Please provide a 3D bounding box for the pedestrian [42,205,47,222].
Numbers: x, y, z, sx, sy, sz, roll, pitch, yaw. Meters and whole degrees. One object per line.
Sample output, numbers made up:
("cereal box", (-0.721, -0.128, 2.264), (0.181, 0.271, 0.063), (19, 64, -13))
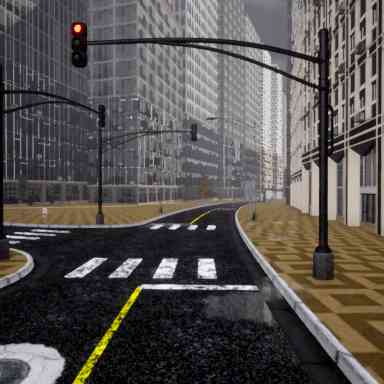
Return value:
("pedestrian", (-9.297, 1.344, 21.052), (0.500, 1.100, 0.500), (0, 0, 17))
